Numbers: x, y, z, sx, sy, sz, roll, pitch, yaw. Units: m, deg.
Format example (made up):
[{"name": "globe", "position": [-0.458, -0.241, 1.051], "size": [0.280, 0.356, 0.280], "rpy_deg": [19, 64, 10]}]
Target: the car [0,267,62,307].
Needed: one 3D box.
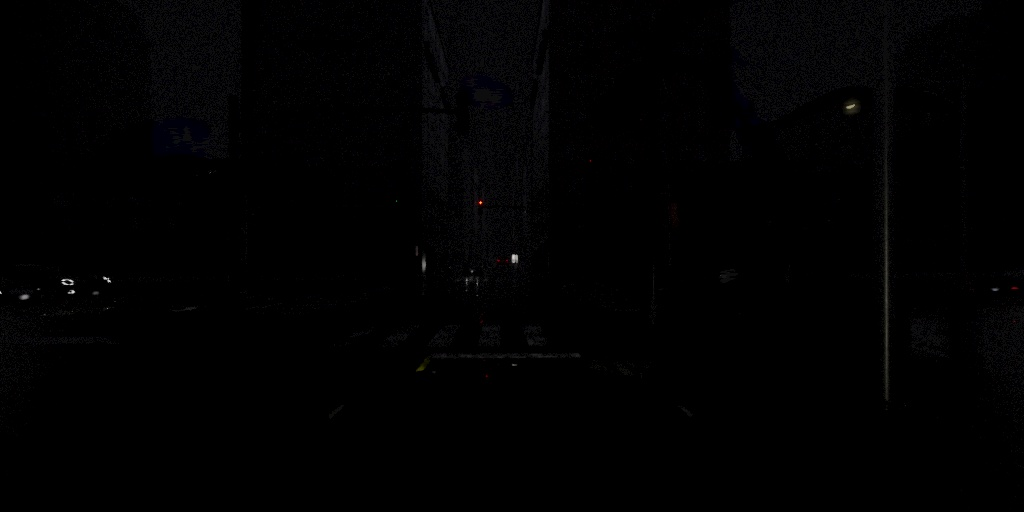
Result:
[{"name": "car", "position": [-21.019, 1.314, 13.609], "size": [4.902, 1.511, 2.128], "rpy_deg": [0, 0, -2]}]

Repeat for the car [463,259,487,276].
[{"name": "car", "position": [-4.005, 1.257, 37.533], "size": [2.128, 1.511, 4.902], "rpy_deg": [0, 0, -2]}]

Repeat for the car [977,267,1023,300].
[{"name": "car", "position": [22.384, 1.182, 14.971], "size": [4.674, 1.442, 1.812], "rpy_deg": [0, 0, -2]}]

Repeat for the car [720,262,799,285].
[{"name": "car", "position": [17.022, 1.176, 24.761], "size": [4.892, 1.490, 1.837], "rpy_deg": [0, 0, -2]}]

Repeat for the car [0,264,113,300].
[{"name": "car", "position": [-21.846, 1.177, 16.835], "size": [4.553, 1.767, 2.097], "rpy_deg": [0, 0, -2]}]

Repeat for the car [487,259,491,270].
[{"name": "car", "position": [-4.391, 1.288, 51.488], "size": [1.837, 1.490, 4.892], "rpy_deg": [0, 0, -2]}]
